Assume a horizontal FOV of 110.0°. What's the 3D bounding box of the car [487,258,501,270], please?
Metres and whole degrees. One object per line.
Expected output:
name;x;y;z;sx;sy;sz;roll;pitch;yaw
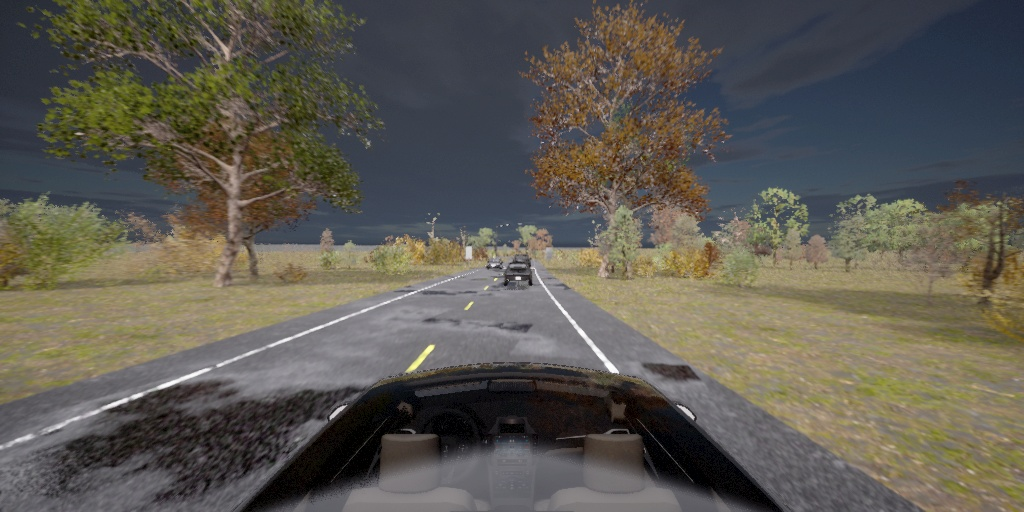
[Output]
car;-2.228;1.018;47.997;2.128;1.511;4.902;0;0;4

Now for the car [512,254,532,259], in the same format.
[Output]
car;1.154;0.783;42.742;2.150;2.045;5.566;0;0;3

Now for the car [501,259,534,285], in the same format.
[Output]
car;0.441;1.136;24.725;1.837;1.490;4.892;0;0;2
